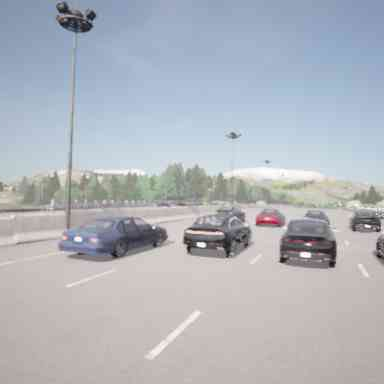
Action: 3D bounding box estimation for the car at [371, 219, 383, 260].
[{"bbox_3d":[7.825,1.913,11.697,1.994,1.385,4.181,1,-1,22],"label":"car"}]

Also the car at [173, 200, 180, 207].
[{"bbox_3d":[-2.847,2.275,61.861,2.128,1.511,4.902,1,-1,22],"label":"car"}]

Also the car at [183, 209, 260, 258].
[{"bbox_3d":[1.226,1.711,14.039,2.128,1.511,4.902,1,-1,22],"label":"car"}]

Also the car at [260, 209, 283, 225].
[{"bbox_3d":[6.631,2.100,27.991,1.994,1.385,4.181,1,-1,22],"label":"car"}]

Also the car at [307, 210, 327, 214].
[{"bbox_3d":[9.989,2.169,26.967,1.994,1.385,4.181,1,-1,22],"label":"car"}]

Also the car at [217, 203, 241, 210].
[{"bbox_3d":[3.376,1.965,29.276,2.128,1.511,4.902,1,-1,22],"label":"car"}]

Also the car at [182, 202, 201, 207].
[{"bbox_3d":[0.427,2.392,60.616,2.033,1.411,5.357,1,-1,22],"label":"car"}]

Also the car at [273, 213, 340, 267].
[{"bbox_3d":[4.500,1.788,12.803,1.837,1.490,4.892,1,0,22],"label":"car"}]

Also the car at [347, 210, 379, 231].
[{"bbox_3d":[13.173,2.168,25.503,1.837,1.490,4.892,1,0,22],"label":"car"}]

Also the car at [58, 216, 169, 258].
[{"bbox_3d":[-2.837,1.657,13.304,2.033,1.411,5.357,1,-1,22],"label":"car"}]
